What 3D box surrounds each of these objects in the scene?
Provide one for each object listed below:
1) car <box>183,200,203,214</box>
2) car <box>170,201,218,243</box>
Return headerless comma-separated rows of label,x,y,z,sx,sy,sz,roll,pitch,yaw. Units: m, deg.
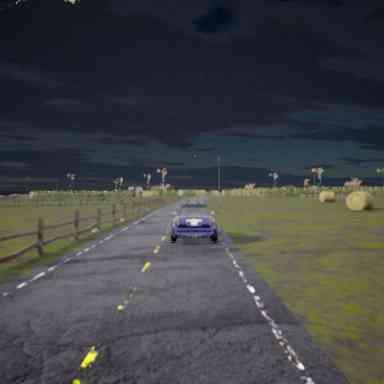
car,0.099,1.620,36.244,1.994,1.385,4.181,0,0,0
car,0.093,1.377,16.485,2.097,1.767,4.553,0,0,0
